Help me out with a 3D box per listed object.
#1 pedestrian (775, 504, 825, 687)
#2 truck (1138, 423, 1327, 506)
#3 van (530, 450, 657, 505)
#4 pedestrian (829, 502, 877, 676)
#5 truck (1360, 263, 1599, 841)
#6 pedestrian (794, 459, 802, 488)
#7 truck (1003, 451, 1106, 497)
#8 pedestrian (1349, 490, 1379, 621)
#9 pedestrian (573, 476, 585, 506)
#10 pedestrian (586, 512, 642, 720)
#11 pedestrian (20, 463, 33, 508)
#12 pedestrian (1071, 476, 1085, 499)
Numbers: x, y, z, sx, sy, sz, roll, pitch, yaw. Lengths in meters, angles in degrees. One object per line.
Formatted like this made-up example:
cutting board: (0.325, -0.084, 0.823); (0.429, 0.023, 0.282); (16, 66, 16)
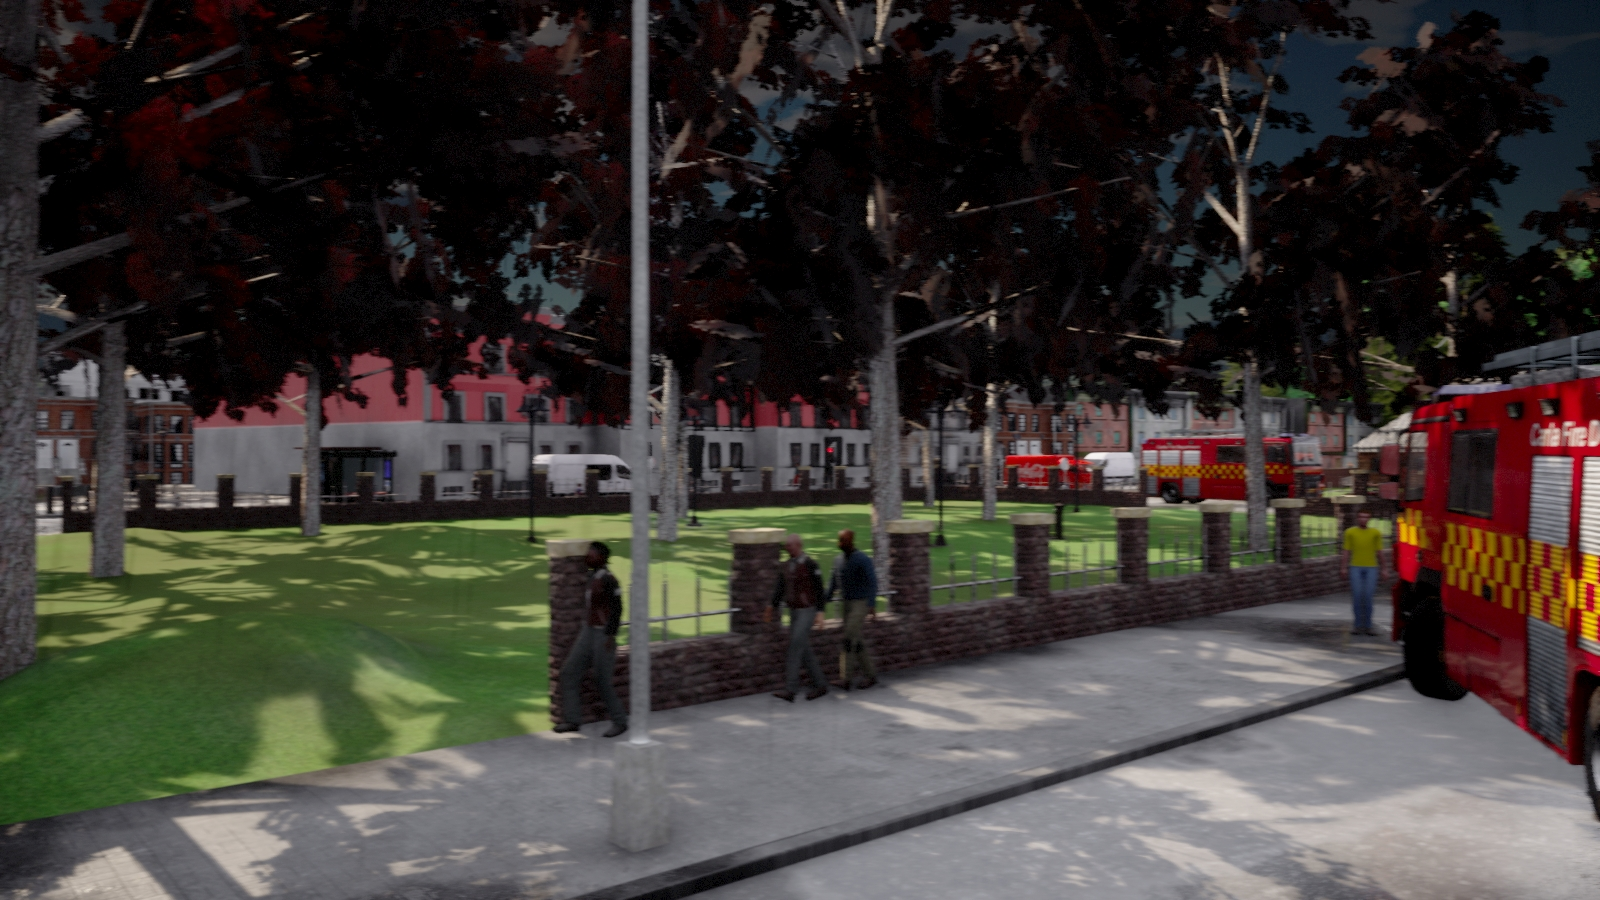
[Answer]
pedestrian: (-0.004, 1.518, 12.067); (0.375, 1.860, 0.375); (0, 0, -39)
truck: (21.318, 0.647, 56.820); (2.891, 3.827, 8.468); (0, 0, -39)
van: (-10.046, 1.280, 55.878); (5.915, 2.561, 1.988); (0, 0, -40)
pedestrian: (0.583, 1.518, 12.617); (0.375, 1.860, 0.375); (0, 0, -40)
truck: (7.625, 0.668, 10.536); (2.891, 3.827, 8.468); (0, 0, 16)
pedestrian: (-0.146, 1.484, 72.714); (0.375, 1.860, 0.375); (0, 0, 29)
truck: (14.442, 1.317, 65.026); (2.627, 2.467, 5.204); (0, 0, -41)
pedestrian: (8.200, 1.519, 16.617); (0.375, 1.860, 0.375); (0, 0, 25)
pedestrian: (-9.650, 1.773, 49.923); (0.375, 1.300, 0.375); (0, 0, -37)
pedestrian: (-1.734, 1.518, 10.633); (0.375, 1.860, 0.375); (0, 0, -41)
pedestrian: (-32.537, 1.486, 48.079); (0.375, 1.860, 0.375); (0, 0, 44)
pedestrian: (13.912, 1.879, 57.141); (0.500, 1.100, 0.500); (0, 0, -40)
